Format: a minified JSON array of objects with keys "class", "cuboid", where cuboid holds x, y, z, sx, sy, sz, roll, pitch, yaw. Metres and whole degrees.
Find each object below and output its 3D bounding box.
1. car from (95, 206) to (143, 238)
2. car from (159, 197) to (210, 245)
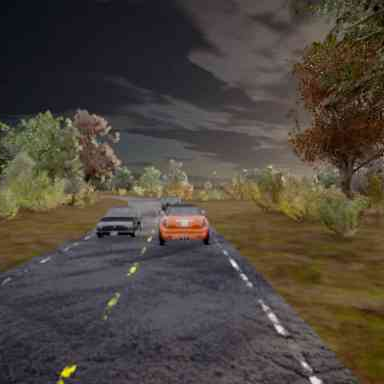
[{"class":"car","cuboid":[-3.642,1.480,17.521,2.033,1.411,5.357,0,0,-4]},{"class":"car","cuboid":[-0.414,1.288,15.454,2.097,1.767,4.553,0,0,-3]}]
